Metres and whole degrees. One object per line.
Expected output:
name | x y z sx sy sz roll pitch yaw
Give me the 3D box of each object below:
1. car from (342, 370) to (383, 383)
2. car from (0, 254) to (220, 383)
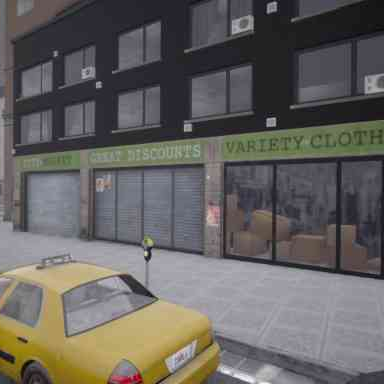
car | 2.712 1.551 1.160 4.403 1.369 2.008 0 1 35
car | -1.980 1.524 4.494 4.829 1.417 1.752 0 1 35
